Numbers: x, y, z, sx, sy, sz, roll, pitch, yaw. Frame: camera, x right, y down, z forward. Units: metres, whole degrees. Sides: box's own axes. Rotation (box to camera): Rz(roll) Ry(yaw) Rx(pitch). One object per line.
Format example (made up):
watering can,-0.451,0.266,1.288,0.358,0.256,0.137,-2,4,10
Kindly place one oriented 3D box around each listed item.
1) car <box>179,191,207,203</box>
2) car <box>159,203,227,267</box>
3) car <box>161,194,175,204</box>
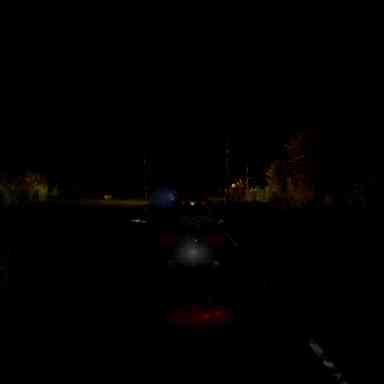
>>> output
car,0.056,0.944,27.715,2.150,2.045,5.566,0,1,0
car,0.046,1.365,10.947,1.882,1.535,5.008,0,1,0
car,-3.599,0.981,50.459,1.882,1.535,5.008,0,1,0
